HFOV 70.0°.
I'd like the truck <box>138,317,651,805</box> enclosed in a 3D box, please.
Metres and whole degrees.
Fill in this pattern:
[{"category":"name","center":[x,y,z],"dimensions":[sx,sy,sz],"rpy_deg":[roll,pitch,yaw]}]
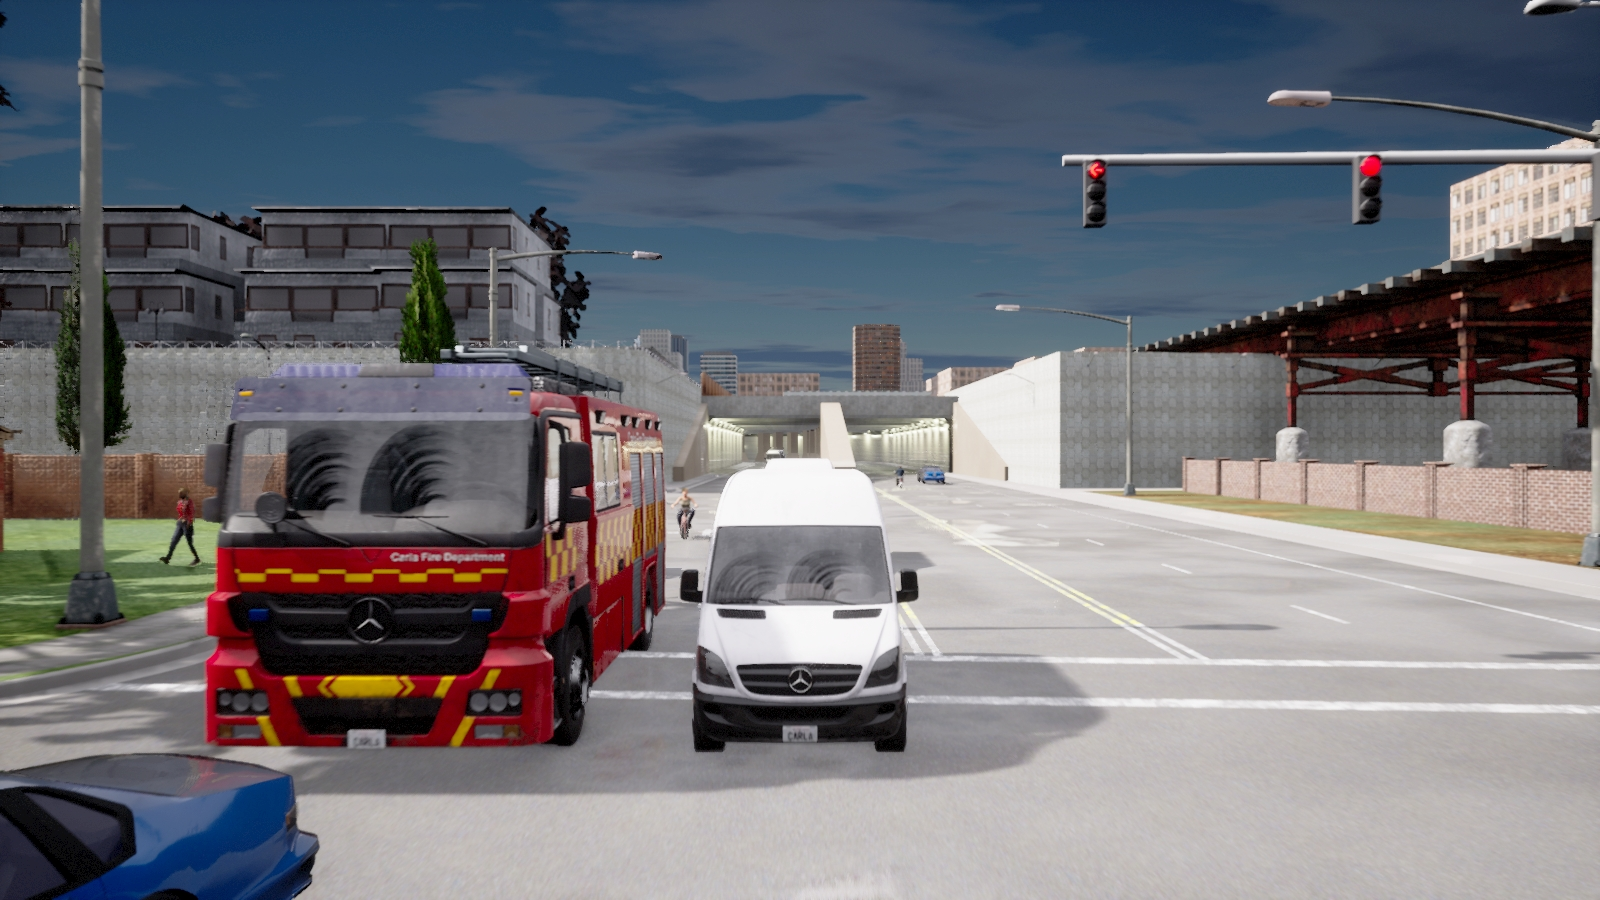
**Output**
[{"category":"truck","center":[-3.739,0.870,13.208],"dimensions":[2.891,3.827,8.468],"rpy_deg":[0,0,0]}]

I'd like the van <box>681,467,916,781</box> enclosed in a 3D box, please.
[{"category":"van","center":[-0.013,1.512,12.615],"dimensions":[1.988,2.561,5.915],"rpy_deg":[0,0,0]}]

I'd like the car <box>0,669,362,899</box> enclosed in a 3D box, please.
[{"category":"car","center":[-4.307,2.092,4.384],"dimensions":[2.033,1.411,5.357],"rpy_deg":[0,0,17]}]

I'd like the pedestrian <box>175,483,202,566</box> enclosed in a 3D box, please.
[{"category":"pedestrian","center":[-13.811,1.674,25.793],"dimensions":[0.375,1.860,0.375],"rpy_deg":[0,0,19]}]
